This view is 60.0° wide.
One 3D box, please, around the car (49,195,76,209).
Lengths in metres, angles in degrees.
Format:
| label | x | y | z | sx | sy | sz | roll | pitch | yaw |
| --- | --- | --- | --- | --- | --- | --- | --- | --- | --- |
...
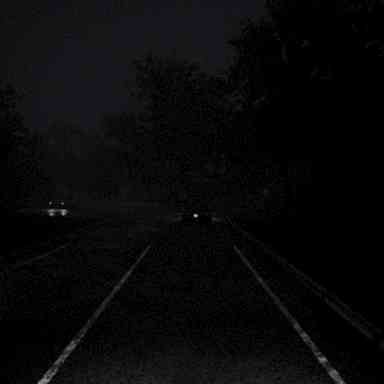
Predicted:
| label | x | y | z | sx | sy | sz | roll | pitch | yaw |
| --- | --- | --- | --- | --- | --- | --- | --- | --- | --- |
| car | -17.351 | 1.345 | 44.782 | 2.097 | 1.767 | 4.553 | 0 | 0 | 2 |

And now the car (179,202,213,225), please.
| label | x | y | z | sx | sy | sz | roll | pitch | yaw |
| --- | --- | --- | --- | --- | --- | --- | --- | --- | --- |
| car | 0.462 | 1.561 | 24.168 | 1.994 | 1.385 | 4.181 | 0 | 0 | 6 |

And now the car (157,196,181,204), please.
| label | x | y | z | sx | sy | sz | roll | pitch | yaw |
| --- | --- | --- | --- | --- | --- | --- | --- | --- | --- |
| car | -3.941 | 1.470 | 60.978 | 5.008 | 1.535 | 1.882 | 0 | 0 | -7 |
